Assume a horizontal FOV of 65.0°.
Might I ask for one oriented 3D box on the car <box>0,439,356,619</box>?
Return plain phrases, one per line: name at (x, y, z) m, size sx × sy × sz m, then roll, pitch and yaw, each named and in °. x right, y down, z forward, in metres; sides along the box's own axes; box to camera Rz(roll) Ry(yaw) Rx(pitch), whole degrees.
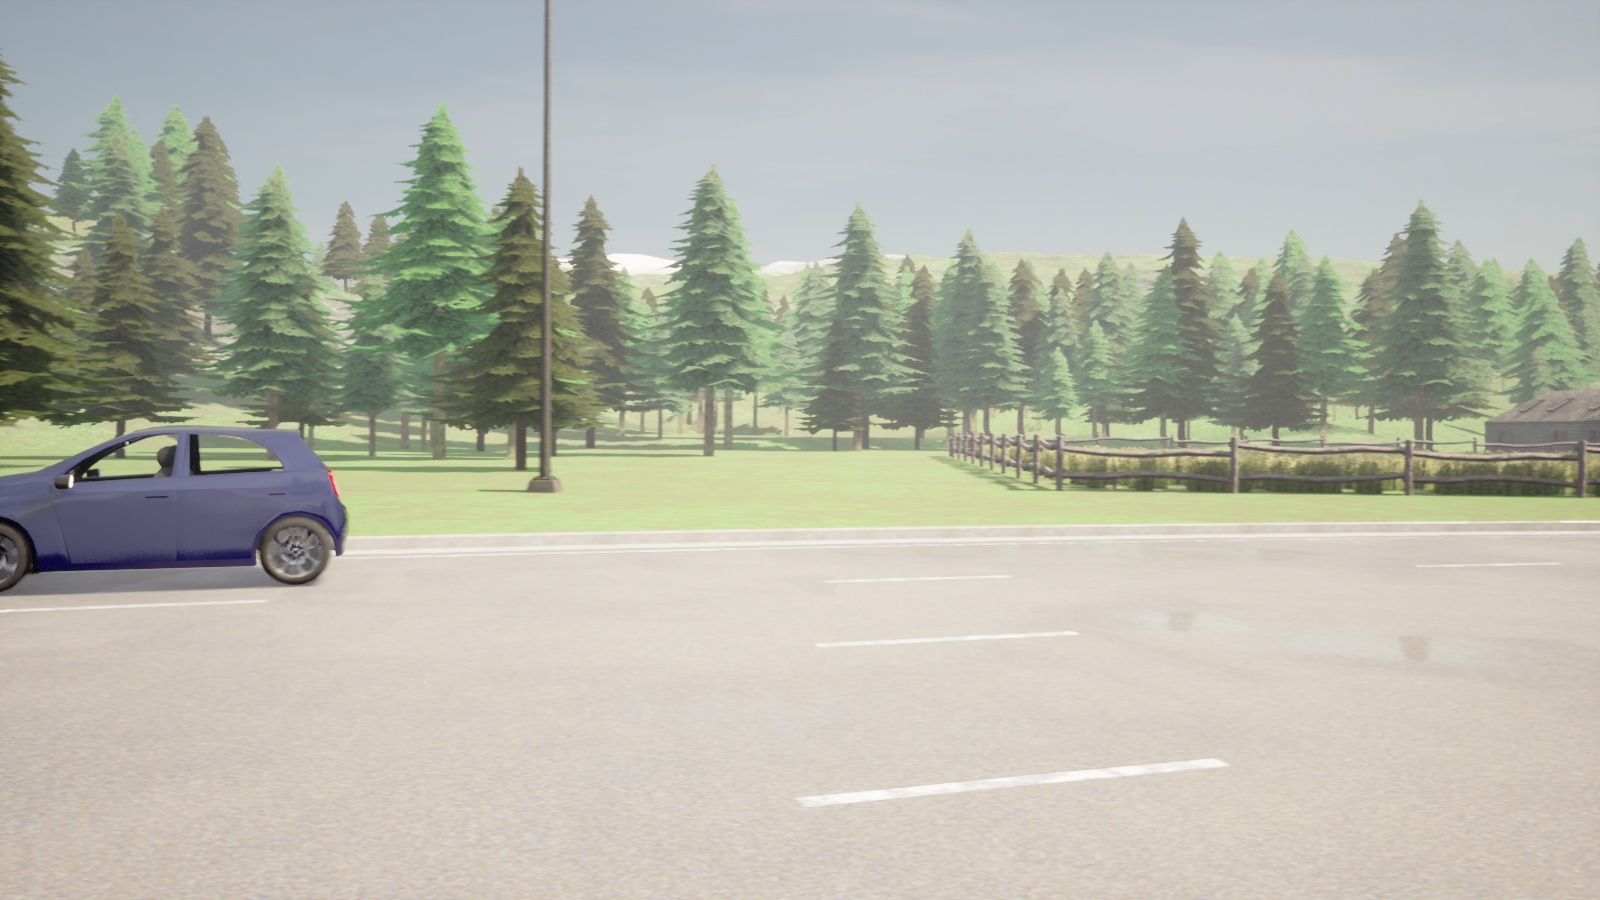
car at (-6.243, 0.676, 12.080) m, size 3.633 × 1.501 × 1.845 m, roll -1°, pitch 1°, yaw -21°
